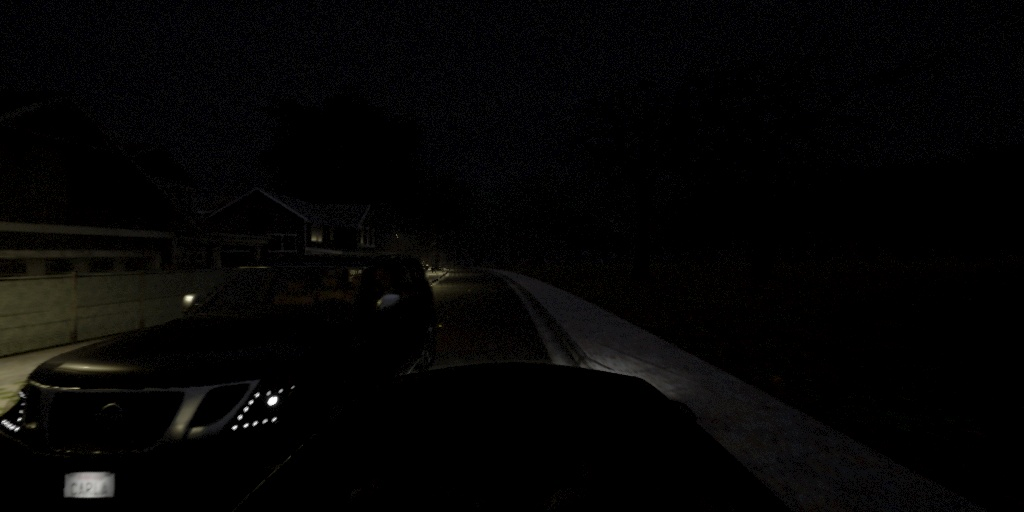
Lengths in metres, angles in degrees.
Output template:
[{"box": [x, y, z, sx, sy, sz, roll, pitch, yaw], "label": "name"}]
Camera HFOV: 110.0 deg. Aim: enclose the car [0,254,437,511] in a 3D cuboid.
[{"box": [-2.487, 0.989, 4.843, 2.150, 2.045, 5.566, 0, 0, -1], "label": "car"}]
